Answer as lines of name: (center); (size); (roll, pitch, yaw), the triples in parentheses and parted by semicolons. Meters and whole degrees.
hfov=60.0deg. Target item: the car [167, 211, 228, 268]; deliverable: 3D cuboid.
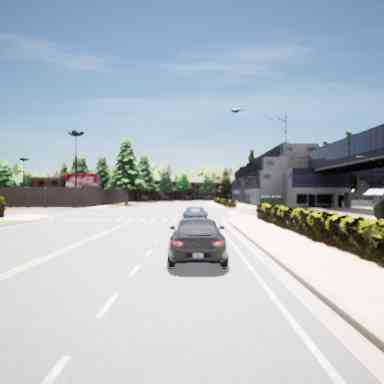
car: (0.179, 1.615, 11.503); (1.812, 1.442, 4.674); (0, 0, 0)

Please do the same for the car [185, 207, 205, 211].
car: (0.223, 1.726, 23.406); (2.033, 1.411, 5.357); (0, -1, 1)
